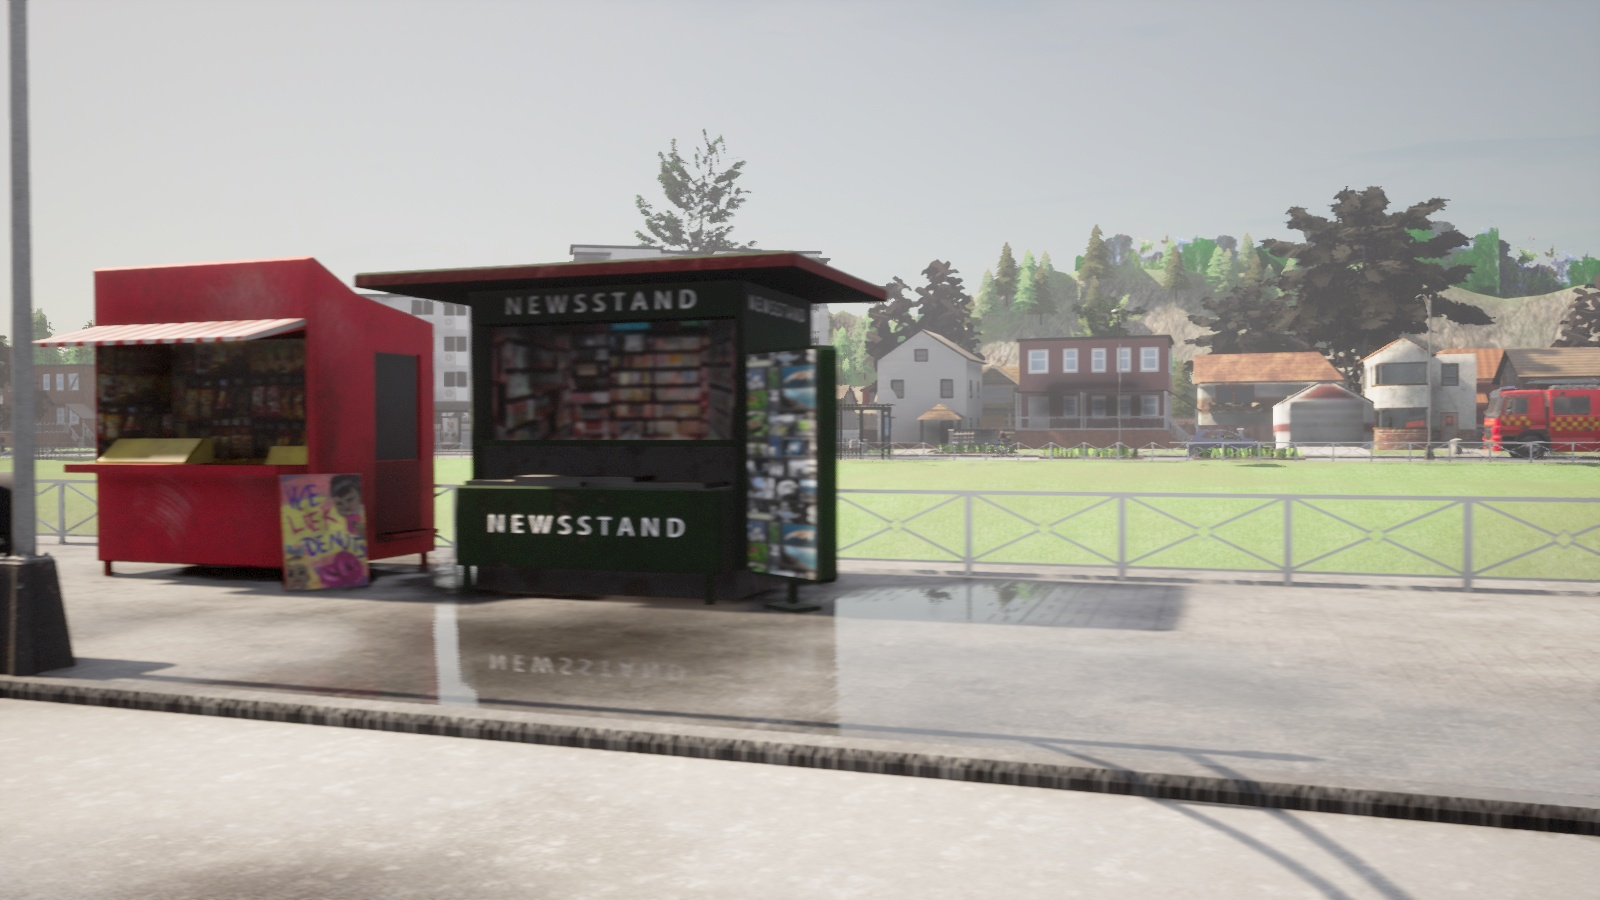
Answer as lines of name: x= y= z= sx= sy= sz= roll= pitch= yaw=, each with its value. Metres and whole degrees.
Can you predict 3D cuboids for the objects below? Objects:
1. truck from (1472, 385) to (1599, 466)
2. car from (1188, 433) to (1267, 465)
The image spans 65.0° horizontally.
truck: x=37.371 y=-1.165 z=60.440 sx=8.468 sy=3.827 sz=2.891 roll=1 pitch=1 yaw=19
car: x=20.997 y=-0.069 z=61.749 sx=3.633 sy=1.501 sz=1.845 roll=1 pitch=1 yaw=19
